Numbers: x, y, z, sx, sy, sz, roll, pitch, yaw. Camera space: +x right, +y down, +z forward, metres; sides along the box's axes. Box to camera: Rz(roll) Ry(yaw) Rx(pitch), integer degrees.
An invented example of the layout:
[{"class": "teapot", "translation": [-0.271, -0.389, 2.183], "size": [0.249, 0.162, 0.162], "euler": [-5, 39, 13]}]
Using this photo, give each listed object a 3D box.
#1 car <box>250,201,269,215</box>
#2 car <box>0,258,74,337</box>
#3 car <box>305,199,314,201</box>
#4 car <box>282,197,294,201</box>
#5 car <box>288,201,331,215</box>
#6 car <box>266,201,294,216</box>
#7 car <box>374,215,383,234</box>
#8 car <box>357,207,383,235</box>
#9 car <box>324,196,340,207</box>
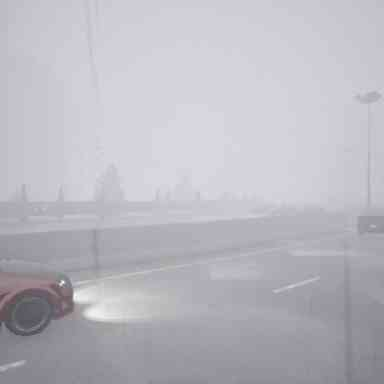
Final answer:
[{"class": "car", "translation": [8.360, 1.774, 38.393], "size": [1.882, 1.535, 5.008], "euler": [0, -1, 33]}, {"class": "car", "translation": [-4.111, 1.577, 5.273], "size": [4.181, 1.385, 1.994], "euler": [0, 0, -36]}, {"class": "car", "translation": [25.196, 2.183, 71.605], "size": [1.812, 1.442, 4.674], "euler": [0, -1, 9]}, {"class": "car", "translation": [22.434, 1.929, 77.928], "size": [2.097, 1.767, 4.553], "euler": [0, -1, 6]}, {"class": "car", "translation": [10.455, 1.783, 29.391], "size": [1.994, 1.385, 4.181], "euler": [0, -1, 37]}, {"class": "car", "translation": [9.707, 1.860, 34.144], "size": [1.895, 1.301, 4.718], "euler": [0, -1, 35]}, {"class": "car", "translation": [8.007, 1.567, 10.790], "size": [4.902, 1.511, 2.128], "euler": [0, 0, -43]}, {"class": "car", "translation": [10.885, 1.613, 18.718], "size": [1.882, 1.535, 5.008], "euler": [0, -1, 43]}, {"class": "car", "translation": [27.786, 1.826, 66.356], "size": [2.150, 2.045, 5.566], "euler": [0, -1, 12]}]
